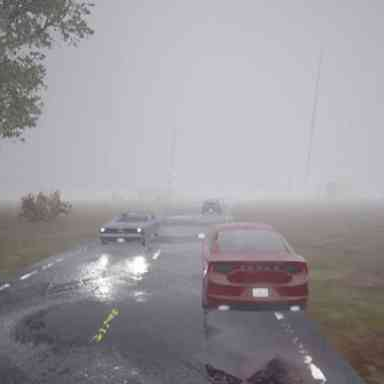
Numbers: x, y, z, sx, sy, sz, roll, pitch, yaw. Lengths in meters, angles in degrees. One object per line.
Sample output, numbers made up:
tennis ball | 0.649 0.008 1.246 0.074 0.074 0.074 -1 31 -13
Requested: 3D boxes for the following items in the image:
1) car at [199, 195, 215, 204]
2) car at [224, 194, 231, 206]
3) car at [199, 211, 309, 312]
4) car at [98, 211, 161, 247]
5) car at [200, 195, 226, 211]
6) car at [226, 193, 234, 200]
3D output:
car | 2.566 1.267 55.757 1.812 1.442 4.674 0 0 12
car | 3.933 1.388 46.429 1.895 1.301 4.718 0 0 11
car | 1.171 1.445 7.790 1.882 1.535 5.008 0 0 2
car | -2.631 1.537 14.984 1.895 1.301 4.718 0 0 3
car | 2.032 1.362 32.577 1.837 1.490 4.892 0 1 8
car | 8.977 0.950 81.444 2.097 1.767 4.553 0 0 17
